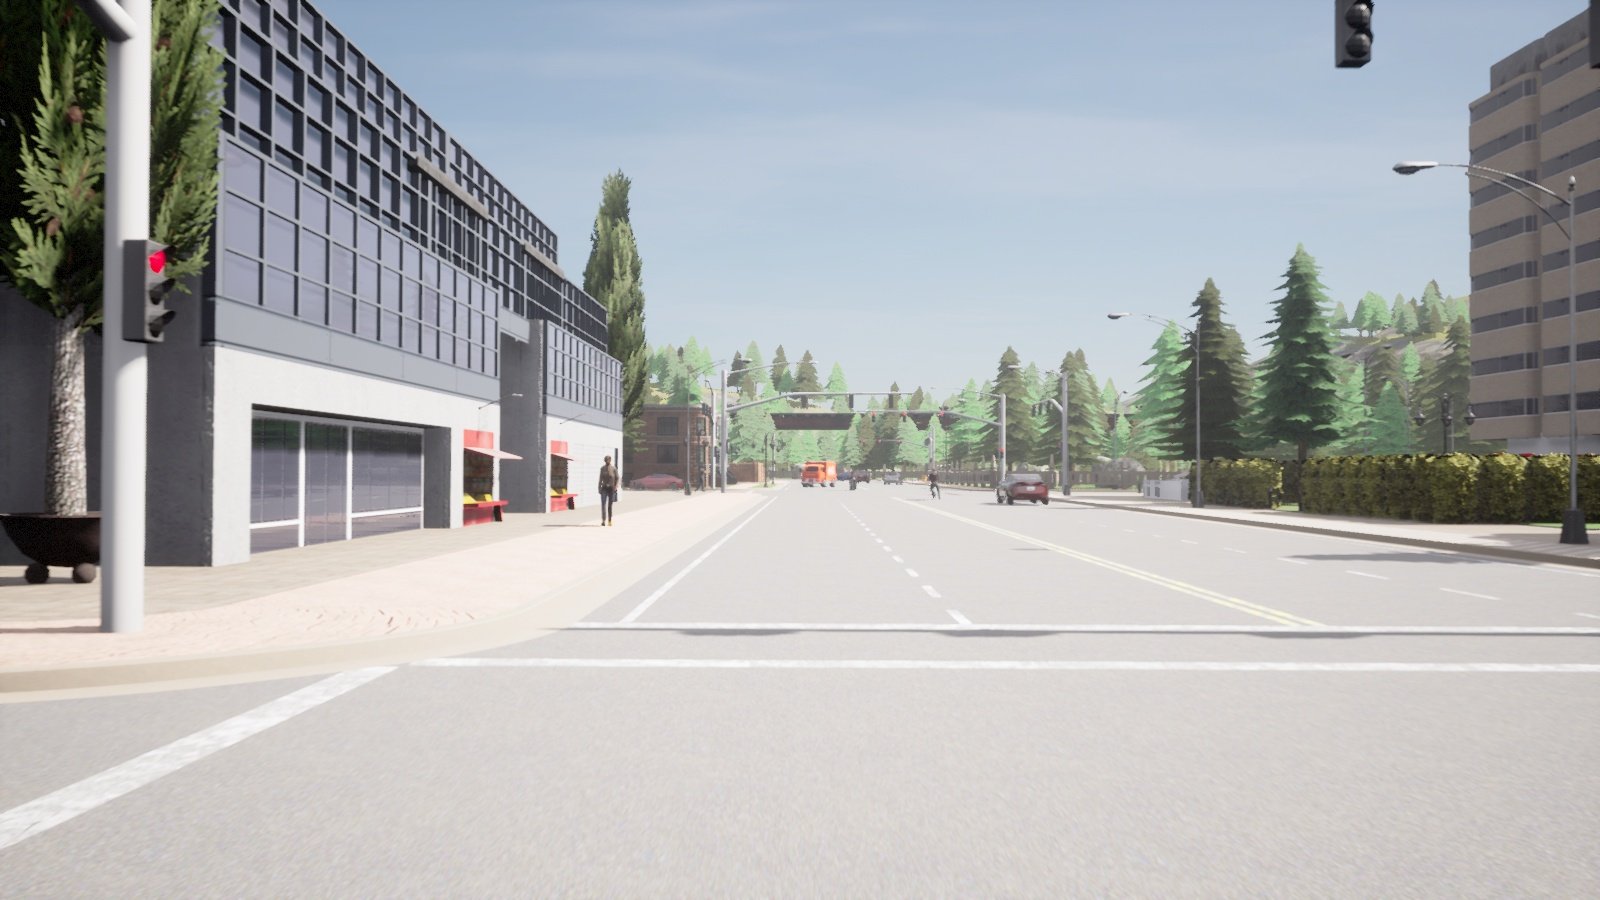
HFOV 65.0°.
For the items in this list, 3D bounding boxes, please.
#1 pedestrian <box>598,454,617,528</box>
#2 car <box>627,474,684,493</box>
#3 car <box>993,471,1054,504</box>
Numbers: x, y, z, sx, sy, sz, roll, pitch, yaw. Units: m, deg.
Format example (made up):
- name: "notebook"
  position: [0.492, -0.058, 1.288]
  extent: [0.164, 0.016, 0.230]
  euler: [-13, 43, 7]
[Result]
- name: "pedestrian"
  position: [-4.784, 1.016, 31.275]
  extent: [0.328, 1.805, 0.869]
  euler: [0, -1, 0]
- name: "car"
  position: [-11.010, 2.529, 95.941]
  extent: [4.181, 1.385, 1.994]
  euler: [0, -1, -1]
- name: "car"
  position: [10.770, 1.790, 60.854]
  extent: [2.163, 1.488, 4.792]
  euler: [0, -1, 0]
